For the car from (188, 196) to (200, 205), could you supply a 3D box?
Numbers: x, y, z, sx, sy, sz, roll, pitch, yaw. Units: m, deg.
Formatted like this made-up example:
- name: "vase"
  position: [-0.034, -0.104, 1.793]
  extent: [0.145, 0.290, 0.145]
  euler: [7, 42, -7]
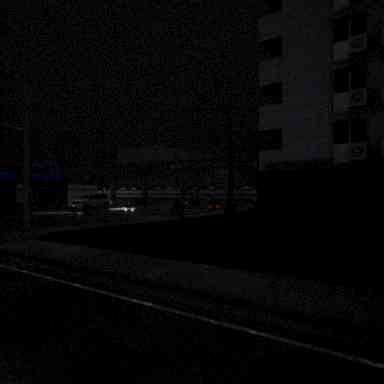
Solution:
- name: "car"
  position: [0.410, 1.564, 59.076]
  extent: [1.994, 1.385, 4.181]
  euler: [0, 0, 4]

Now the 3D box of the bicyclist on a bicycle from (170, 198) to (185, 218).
- name: "bicyclist on a bicycle"
  position: [-1.204, 1.300, 27.316]
  extent: [1.656, 1.620, 0.582]
  euler: [0, 0, 36]

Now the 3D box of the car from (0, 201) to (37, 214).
- name: "car"
  position: [-17.921, 1.601, 32.486]
  extent: [1.895, 1.301, 4.718]
  euler: [0, 0, 35]

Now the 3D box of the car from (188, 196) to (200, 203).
- name: "car"
  position: [0.354, 1.564, 67.487]
  extent: [1.994, 1.385, 4.181]
  euler: [0, 0, -8]

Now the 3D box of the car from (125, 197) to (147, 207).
- name: "car"
  position: [-8.387, 1.491, 50.014]
  extent: [2.128, 1.511, 4.902]
  euler: [0, 0, 15]

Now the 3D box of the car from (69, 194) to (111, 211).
- name: "car"
  position: [-12.335, 1.221, 40.738]
  extent: [2.150, 2.045, 5.566]
  euler: [0, 0, 29]

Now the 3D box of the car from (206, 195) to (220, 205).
- name: "car"
  position: [3.882, 1.526, 58.485]
  extent: [1.812, 1.442, 4.674]
  euler: [0, 0, 4]
